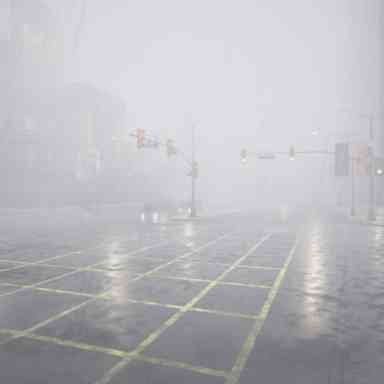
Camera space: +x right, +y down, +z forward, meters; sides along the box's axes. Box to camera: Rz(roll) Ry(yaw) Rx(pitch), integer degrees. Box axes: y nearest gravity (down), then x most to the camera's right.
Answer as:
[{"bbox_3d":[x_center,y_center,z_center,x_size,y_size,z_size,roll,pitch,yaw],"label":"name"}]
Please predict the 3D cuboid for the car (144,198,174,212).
[{"bbox_3d":[-3.785,1.477,38.938,1.882,1.535,5.008,0,0,23],"label":"car"}]

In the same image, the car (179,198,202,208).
[{"bbox_3d":[-0.206,1.600,48.505,1.895,1.301,4.718,0,0,21],"label":"car"}]
